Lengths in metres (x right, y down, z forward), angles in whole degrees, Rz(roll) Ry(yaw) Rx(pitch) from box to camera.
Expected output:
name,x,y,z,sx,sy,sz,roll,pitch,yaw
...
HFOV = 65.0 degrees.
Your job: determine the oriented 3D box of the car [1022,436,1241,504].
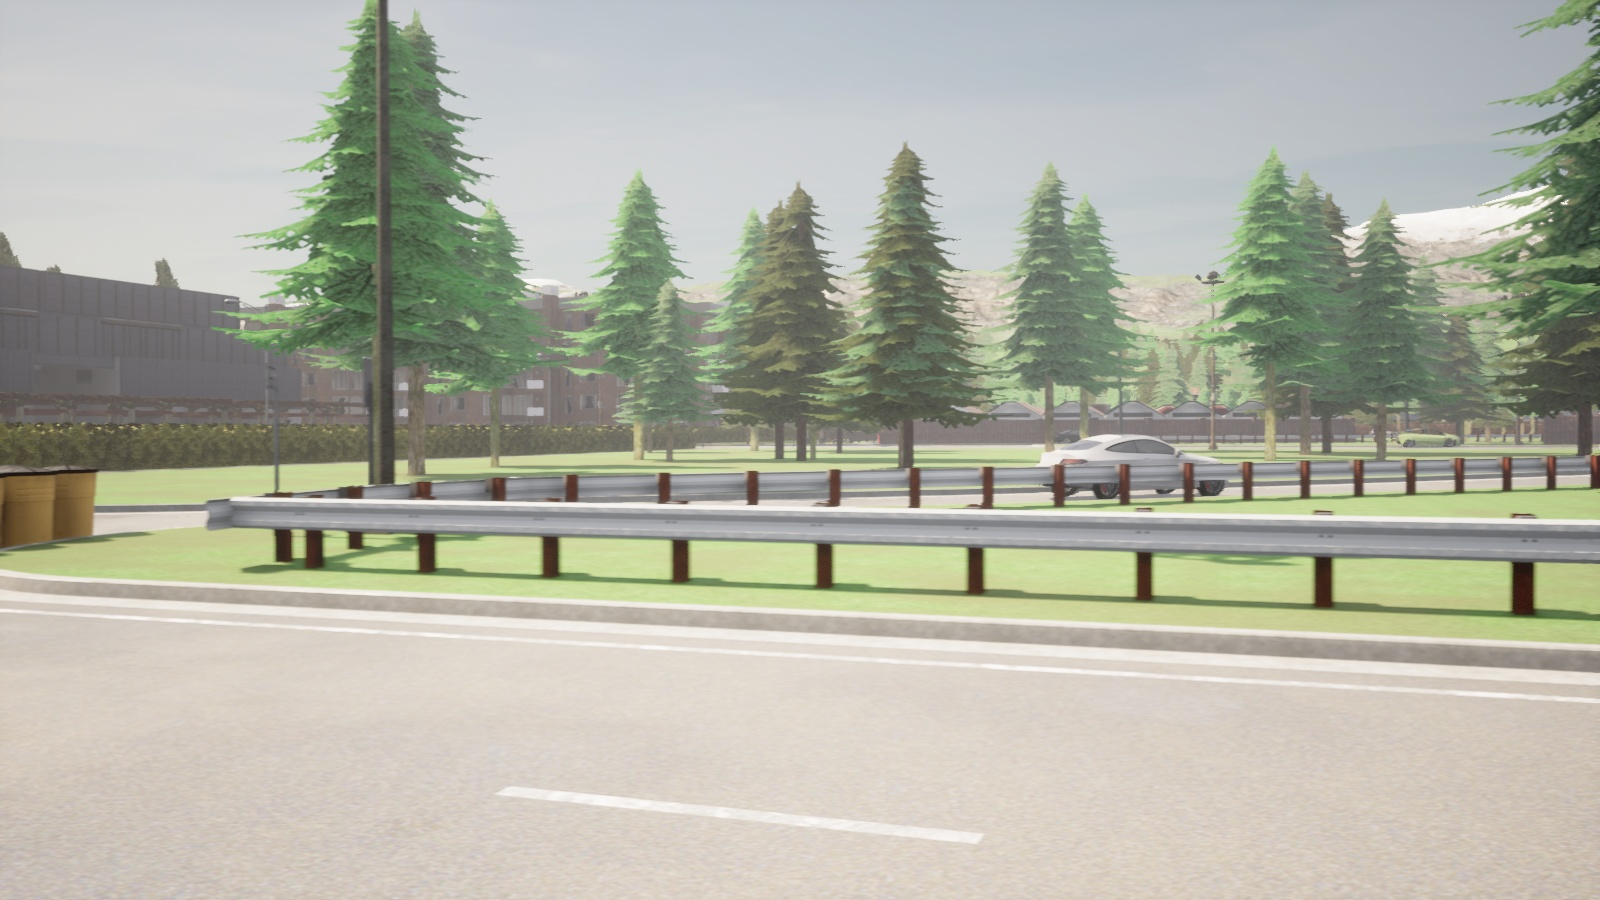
name,x,y,z,sx,sy,sz,roll,pitch,yaw
car,7.574,0.421,28.681,4.674,1.442,1.812,0,1,-23
